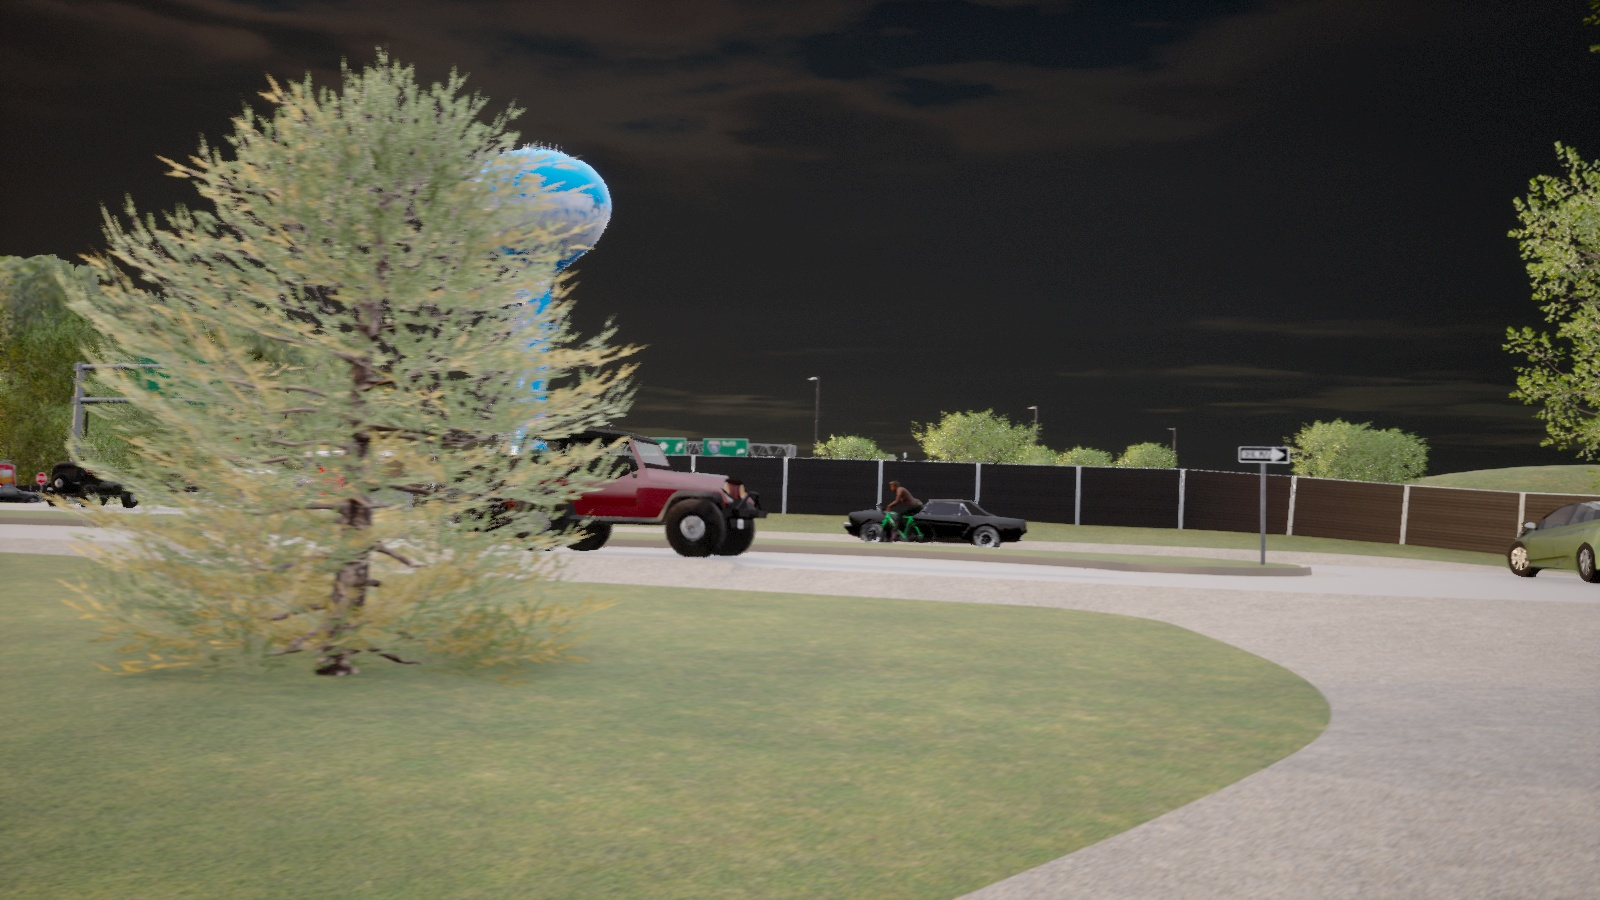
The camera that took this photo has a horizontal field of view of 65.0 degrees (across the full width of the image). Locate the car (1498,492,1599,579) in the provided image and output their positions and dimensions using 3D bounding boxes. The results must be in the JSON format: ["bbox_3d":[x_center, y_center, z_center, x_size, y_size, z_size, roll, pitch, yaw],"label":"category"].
[{"bbox_3d":[15.382,1.668,24.119,2.007,1.525,4.514,1,-3,9],"label":"car"}]

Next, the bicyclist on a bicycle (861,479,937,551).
[{"bbox_3d":[2.312,1.524,29.345,1.656,1.620,0.582,1,-3,13],"label":"bicyclist on a bicycle"}]

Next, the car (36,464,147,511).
[{"bbox_3d":[-29.658,1.611,52.733,1.905,1.878,3.866,1,-3,12],"label":"car"}]

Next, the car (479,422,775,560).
[{"bbox_3d":[-2.503,0.612,18.643,3.866,1.878,1.905,1,-4,13],"label":"car"}]

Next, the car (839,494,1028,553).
[{"bbox_3d":[3.523,1.918,32.737,4.718,1.301,1.895,2,-3,11],"label":"car"}]
